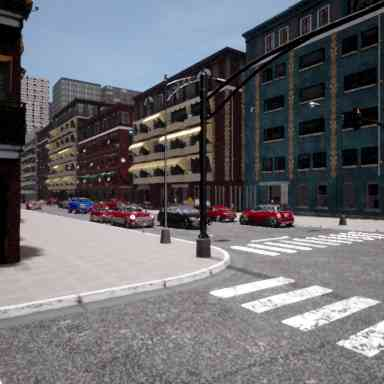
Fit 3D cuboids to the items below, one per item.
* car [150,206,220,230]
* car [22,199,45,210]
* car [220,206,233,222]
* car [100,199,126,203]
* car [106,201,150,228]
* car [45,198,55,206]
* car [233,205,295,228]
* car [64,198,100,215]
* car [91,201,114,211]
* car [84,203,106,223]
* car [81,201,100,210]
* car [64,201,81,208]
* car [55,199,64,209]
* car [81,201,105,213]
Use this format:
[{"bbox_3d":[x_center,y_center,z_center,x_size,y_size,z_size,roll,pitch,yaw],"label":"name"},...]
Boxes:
[{"bbox_3d":[-0.608,1.712,23.063,2.128,1.511,4.902,0,-1,-35],"label":"car"},{"bbox_3d":[-26.664,2.171,55.897,1.967,1.590,4.097,-1,0,-35],"label":"car"},{"bbox_3d":[2.086,1.849,28.645,1.802,1.307,4.206,-1,0,-35],"label":"car"},{"bbox_3d":[-10.668,1.856,46.813,2.192,1.841,5.009,-1,0,-35],"label":"car"},{"bbox_3d":[-4.358,1.694,24.099,1.967,1.590,4.097,-1,0,-35],"label":"car"},{"bbox_3d":[-32.973,2.328,78.609,2.192,1.841,5.009,-1,0,-35],"label":"car"},{"bbox_3d":[5.274,1.639,24.106,1.967,1.590,4.097,-1,0,-35],"label":"car"},{"bbox_3d":[-14.042,1.731,42.252,2.150,2.045,5.566,0,-1,-35],"label":"car"},{"bbox_3d":[-13.850,2.159,51.354,2.008,1.369,4.403,-1,0,-35],"label":"car"},{"bbox_3d":[-7.543,1.904,28.641,1.802,1.307,4.206,-1,0,-35],"label":"car"},{"bbox_3d":[-17.036,2.259,55.897,1.802,1.307,4.206,-1,0,-35],"label":"car"},{"bbox_3d":[-23.410,2.377,64.981,1.947,1.339,4.313,-1,0,-35],"label":"car"},{"bbox_3d":[-22.611,2.312,59.564,1.994,1.385,4.181,0,-1,-35],"label":"car"},{"bbox_3d":[-14.208,2.047,47.586,1.882,1.535,5.008,0,-1,-35],"label":"car"}]
